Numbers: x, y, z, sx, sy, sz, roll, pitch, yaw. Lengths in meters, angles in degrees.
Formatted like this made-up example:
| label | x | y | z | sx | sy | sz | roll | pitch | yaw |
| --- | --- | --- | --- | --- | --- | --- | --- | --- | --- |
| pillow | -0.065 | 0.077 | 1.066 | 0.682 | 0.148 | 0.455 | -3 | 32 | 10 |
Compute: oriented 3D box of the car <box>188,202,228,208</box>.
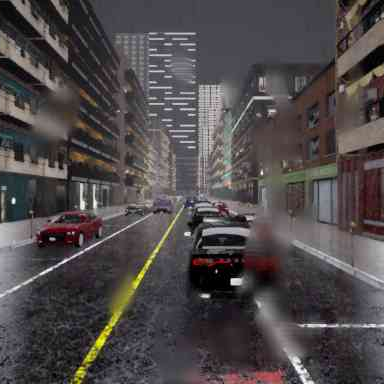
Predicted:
| label | x | y | z | sx | sy | sz | roll | pitch | yaw |
| --- | --- | --- | --- | --- | --- | --- | --- | --- | --- |
| car | 0.829 | 1.512 | 18.521 | 1.837 | 1.490 | 4.892 | 0 | 0 | 0 |

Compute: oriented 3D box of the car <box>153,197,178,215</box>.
| label | x | y | z | sx | sy | sz | roll | pitch | yaw |
| --- | --- | --- | --- | --- | --- | --- | --- | --- | --- |
| car | -2.845 | 1.566 | 33.956 | 2.033 | 1.411 | 5.357 | 0 | 0 | 0 |

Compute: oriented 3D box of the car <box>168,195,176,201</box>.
| label | x | y | z | sx | sy | sz | roll | pitch | yaw |
| --- | --- | --- | --- | --- | --- | --- | --- | --- | --- |
| car | -5.288 | 1.652 | 88.866 | 1.887 | 1.381 | 4.507 | 0 | 0 | 0 |

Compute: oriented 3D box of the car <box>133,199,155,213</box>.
| label | x | y | z | sx | sy | sz | roll | pitch | yaw |
| --- | --- | --- | --- | --- | --- | --- | --- | --- | --- |
| car | -5.299 | 1.547 | 37.488 | 1.752 | 1.417 | 4.829 | 1 | 0 | 0 |

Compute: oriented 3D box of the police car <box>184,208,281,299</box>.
| label | x | y | z | sx | sy | sz | roll | pitch | yaw |
| --- | --- | --- | --- | --- | --- | --- | --- | --- | --- |
| police car | 0.827 | 1.427 | 8.629 | 1.930 | 1.638 | 5.238 | 0 | 0 | 0 |

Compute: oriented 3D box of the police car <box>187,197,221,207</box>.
| label | x | y | z | sx | sy | sz | roll | pitch | yaw |
| --- | --- | --- | --- | --- | --- | --- | --- | --- | --- |
| police car | 0.831 | 1.436 | 24.630 | 1.930 | 1.638 | 5.238 | 0 | 0 | 0 |

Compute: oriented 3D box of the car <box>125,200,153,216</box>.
| label | x | y | z | sx | sy | sz | roll | pitch | yaw |
| --- | --- | --- | --- | --- | --- | --- | --- | --- | --- |
| car | -5.301 | 1.568 | 31.967 | 2.008 | 1.369 | 4.403 | 1 | 0 | 0 |

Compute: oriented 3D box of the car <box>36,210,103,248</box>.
| label | x | y | z | sx | sy | sz | roll | pitch | yaw |
| --- | --- | --- | --- | --- | --- | --- | --- | --- | --- |
| car | -5.304 | 1.550 | 14.897 | 1.887 | 1.381 | 4.507 | 1 | 0 | 0 |

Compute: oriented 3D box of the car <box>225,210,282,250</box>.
| label | x | y | z | sx | sy | sz | roll | pitch | yaw |
| --- | --- | --- | --- | --- | --- | --- | --- | --- | --- |
| car | 2.575 | 1.587 | 14.907 | 1.802 | 1.307 | 4.206 | 1 | 0 | 0 |

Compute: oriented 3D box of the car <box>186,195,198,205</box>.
| label | x | y | z | sx | sy | sz | roll | pitch | yaw |
| --- | --- | --- | --- | --- | --- | --- | --- | --- | --- |
| car | 0.014 | 1.400 | 59.545 | 2.097 | 1.767 | 4.553 | 0 | 0 | 0 |

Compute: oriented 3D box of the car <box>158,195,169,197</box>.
| label | x | y | z | sx | sy | sz | roll | pitch | yaw |
| --- | --- | --- | --- | --- | --- | --- | --- | --- | --- |
| car | -5.296 | 1.586 | 54.727 | 1.887 | 1.381 | 4.507 | 1 | 0 | 0 |

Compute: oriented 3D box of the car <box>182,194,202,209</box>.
| label | x | y | z | sx | sy | sz | roll | pitch | yaw |
| --- | --- | --- | --- | --- | --- | --- | --- | --- | --- |
| car | 0.024 | 1.382 | 46.106 | 2.097 | 1.767 | 4.553 | 0 | 0 | 0 |

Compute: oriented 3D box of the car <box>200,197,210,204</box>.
| label | x | y | z | sx | sy | sz | roll | pitch | yaw |
| --- | --- | --- | --- | --- | --- | --- | --- | --- | --- |
| car | 2.586 | 1.641 | 66.114 | 1.802 | 1.307 | 4.206 | 0 | 0 | 0 |

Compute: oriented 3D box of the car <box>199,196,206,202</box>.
| label | x | y | z | sx | sy | sz | roll | pitch | yaw |
| --- | --- | --- | --- | --- | --- | --- | --- | --- | --- |
| car | 2.591 | 1.620 | 83.353 | 1.752 | 1.417 | 4.829 | 0 | 0 | 0 |

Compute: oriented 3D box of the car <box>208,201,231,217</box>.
| label | x | y | z | sx | sy | sz | roll | pitch | yaw |
| --- | --- | --- | --- | --- | --- | --- | --- | --- | --- |
| car | 2.579 | 1.599 | 31.977 | 1.802 | 1.307 | 4.206 | 1 | 0 | 0 |

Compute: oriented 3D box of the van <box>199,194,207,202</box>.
| label | x | y | z | sx | sy | sz | roll | pitch | yaw |
| --- | --- | --- | --- | --- | --- | --- | --- | --- | --- |
| van | 2.591 | 1.423 | 77.494 | 1.690 | 1.788 | 3.998 | 0 | 0 | 0 |

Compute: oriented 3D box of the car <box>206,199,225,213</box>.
| label | x | y | z | sx | sy | sz | roll | pitch | yaw |
| --- | --- | --- | --- | --- | --- | --- | --- | --- | --- |
| car | 2.581 | 1.567 | 37.667 | 1.887 | 1.381 | 4.507 | 1 | 0 | 0 |

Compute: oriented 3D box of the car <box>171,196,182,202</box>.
| label | x | y | z | sx | sy | sz | roll | pitch | yaw |
| --- | --- | --- | --- | --- | --- | --- | --- | --- | --- |
| car | -2.734 | 1.554 | 67.993 | 2.128 | 1.511 | 4.902 | 0 | 0 | 0 |

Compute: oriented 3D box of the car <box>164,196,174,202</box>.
| label | x | y | z | sx | sy | sz | roll | pitch | yaw |
| --- | --- | --- | --- | --- | --- | --- | --- | --- | --- |
| car | -5.291 | 1.627 | 77.486 | 1.887 | 1.381 | 4.507 | 0 | 0 | 0 |
